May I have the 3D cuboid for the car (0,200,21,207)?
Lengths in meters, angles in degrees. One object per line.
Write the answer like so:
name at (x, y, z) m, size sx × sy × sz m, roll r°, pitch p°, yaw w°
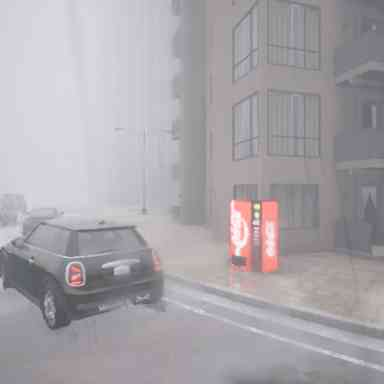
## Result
car at (-13.228, 1.526, 22.630) m, size 1.812 × 1.442 × 4.674 m, roll 0°, pitch 0°, yaw -19°

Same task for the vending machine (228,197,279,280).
vending machine at (1.700, 1.195, 9.166) m, size 1.100 × 2.100 × 0.880 m, roll 0°, pitch 0°, yaw -42°

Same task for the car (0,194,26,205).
car at (-18.871, 1.225, 34.563) m, size 2.150 × 2.045 × 5.566 m, roll 0°, pitch 0°, yaw -39°

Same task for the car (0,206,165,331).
car at (-2.611, 1.354, 7.276) m, size 2.097 × 1.767 × 4.553 m, roll 0°, pitch 0°, yaw -42°

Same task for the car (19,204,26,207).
car at (-8.053, 1.525, 18.225) m, size 1.812 × 1.442 × 4.674 m, roll 0°, pitch 0°, yaw -20°
